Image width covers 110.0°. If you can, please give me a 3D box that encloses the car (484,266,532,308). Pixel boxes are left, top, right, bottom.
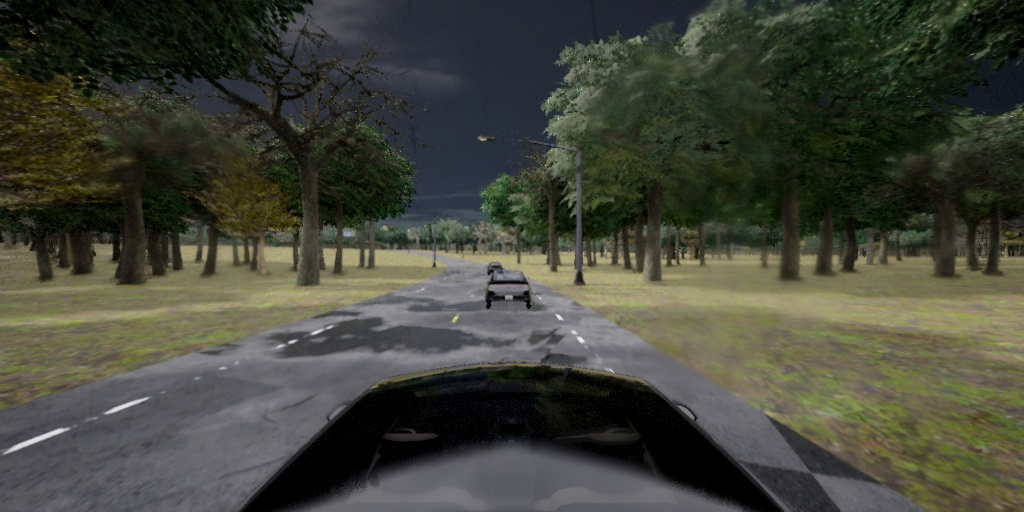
[{"bbox_3d":[-0.198,1.368,16.047,2.128,1.511,4.902,0,0,-2],"label":"car"}]

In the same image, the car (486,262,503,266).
[{"bbox_3d":[-2.158,1.524,44.206,1.837,1.490,4.892,0,0,-6],"label":"car"}]
